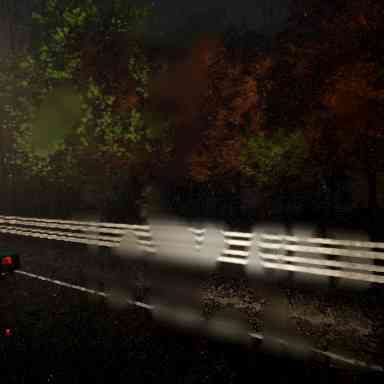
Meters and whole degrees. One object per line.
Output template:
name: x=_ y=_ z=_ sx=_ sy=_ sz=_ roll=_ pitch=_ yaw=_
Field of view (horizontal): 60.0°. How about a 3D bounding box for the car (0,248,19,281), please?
car: x=-6.881 y=1.794 z=9.307 sx=4.718 sy=1.301 sz=1.895 roll=-1 pitch=-2 yaw=36
